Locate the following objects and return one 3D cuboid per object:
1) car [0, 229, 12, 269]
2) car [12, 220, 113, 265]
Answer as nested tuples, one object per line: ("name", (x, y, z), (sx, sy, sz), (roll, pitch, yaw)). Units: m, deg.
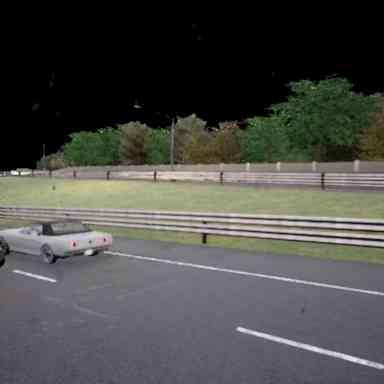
("car", (-7.113, 1.653, 9.051), (4.718, 1.301, 1.895), (0, 0, 35))
("car", (-5.112, 1.653, 11.924), (4.718, 1.301, 1.895), (0, 0, 35))
